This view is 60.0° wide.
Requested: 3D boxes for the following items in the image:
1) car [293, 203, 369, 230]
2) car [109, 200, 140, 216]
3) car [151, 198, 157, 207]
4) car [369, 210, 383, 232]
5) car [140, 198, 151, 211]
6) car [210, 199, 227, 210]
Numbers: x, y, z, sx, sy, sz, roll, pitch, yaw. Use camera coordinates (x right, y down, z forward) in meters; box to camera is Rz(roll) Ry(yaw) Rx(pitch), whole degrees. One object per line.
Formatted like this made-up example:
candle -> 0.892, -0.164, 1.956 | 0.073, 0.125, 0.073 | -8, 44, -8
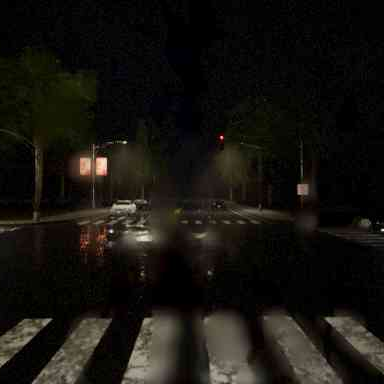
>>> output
car -> 8.866, 1.449, 20.494 | 5.008, 1.535, 1.882 | 0, 0, 13
car -> -6.616, 1.546, 32.404 | 1.812, 1.442, 4.674 | 0, 0, 0
car -> -6.627, 1.609, 52.350 | 1.812, 1.442, 4.674 | 0, 0, 0
car -> 12.131, 1.496, 16.526 | 5.357, 1.411, 2.033 | 0, 0, -1
car -> -6.622, 1.641, 41.415 | 1.895, 1.301, 4.718 | 0, 0, 0
car -> 3.296, 1.570, 42.634 | 1.812, 1.442, 4.674 | 0, 0, 0
